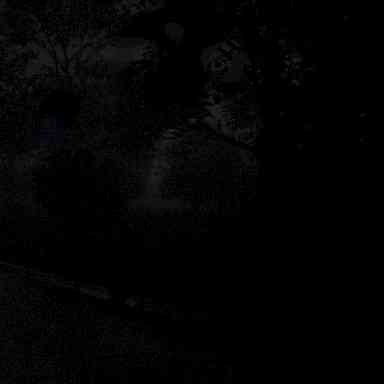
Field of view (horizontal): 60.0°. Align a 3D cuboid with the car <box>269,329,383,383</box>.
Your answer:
[{"bbox_3d":[2.599,1.599,1.524,4.718,1.301,1.895,0,0,35],"label":"car"}]
